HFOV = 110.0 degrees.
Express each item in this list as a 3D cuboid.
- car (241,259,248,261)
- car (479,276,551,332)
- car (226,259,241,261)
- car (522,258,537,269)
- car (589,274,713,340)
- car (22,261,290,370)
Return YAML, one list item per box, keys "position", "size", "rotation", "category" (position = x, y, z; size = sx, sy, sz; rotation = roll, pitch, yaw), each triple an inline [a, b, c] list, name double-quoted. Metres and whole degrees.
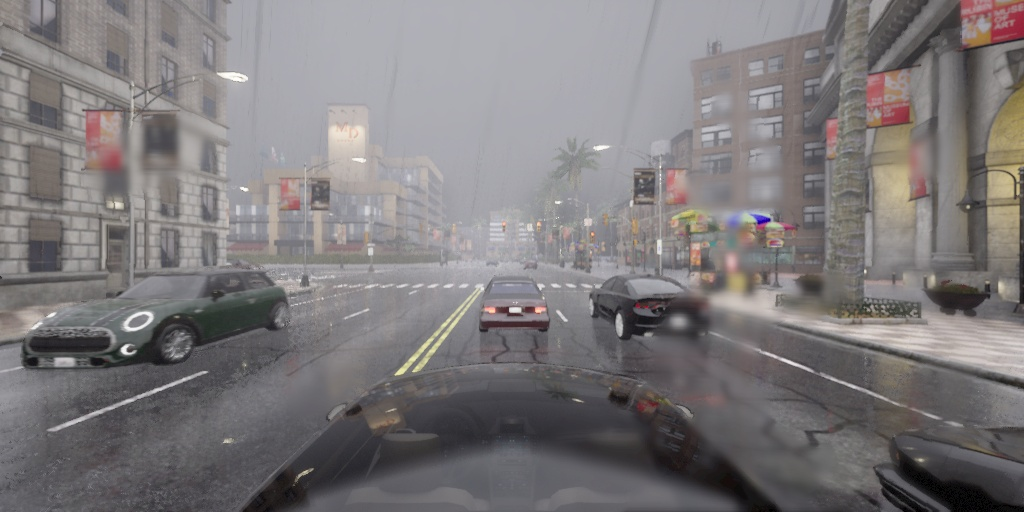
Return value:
- position: [-27.558, 1.099, 36.352]
  size: [4.553, 1.767, 2.097]
  rotation: [0, 0, -1]
  category: "car"
- position: [0.000, 1.297, 10.804]
  size: [2.033, 1.411, 5.357]
  rotation: [0, 0, -2]
  category: "car"
- position: [-28.657, 0.968, 32.831]
  size: [5.566, 2.045, 2.150]
  rotation: [0, 0, -1]
  category: "car"
- position: [2.848, 1.270, 54.298]
  size: [1.812, 1.442, 4.674]
  rotation: [0, 0, 4]
  category: "car"
- position: [3.490, 1.227, 9.987]
  size: [1.882, 1.535, 5.008]
  rotation: [0, 0, 0]
  category: "car"
- position: [-7.157, 1.101, 7.958]
  size: [2.097, 1.767, 4.553]
  rotation: [0, 0, -1]
  category: "car"
